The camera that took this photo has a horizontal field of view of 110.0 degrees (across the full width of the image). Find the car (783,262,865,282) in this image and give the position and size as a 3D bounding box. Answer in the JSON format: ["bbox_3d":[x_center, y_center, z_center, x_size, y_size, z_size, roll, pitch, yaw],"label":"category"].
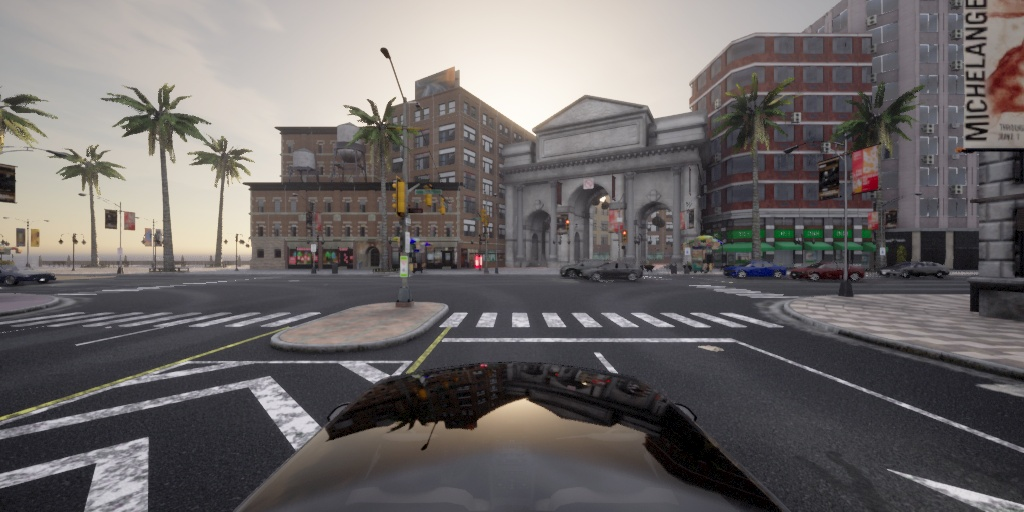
[{"bbox_3d":[24.986,1.227,28.555,5.008,1.535,1.882,0,0,1],"label":"car"}]

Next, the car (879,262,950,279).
[{"bbox_3d":[35.636,1.240,31.855,4.902,1.511,2.128,0,0,2],"label":"car"}]

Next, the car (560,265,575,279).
[{"bbox_3d":[6.606,1.102,32.212,4.553,1.767,2.097,0,0,0],"label":"car"}]

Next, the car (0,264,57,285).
[{"bbox_3d":[-35.828,1.297,25.337,5.357,1.411,2.033,0,0,0],"label":"car"}]

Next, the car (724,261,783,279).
[{"bbox_3d":[21.674,1.228,32.087,5.008,1.535,1.882,0,0,1],"label":"car"}]

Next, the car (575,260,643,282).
[{"bbox_3d":[7.858,1.255,28.506,4.892,1.490,1.837,0,0,-3],"label":"car"}]
